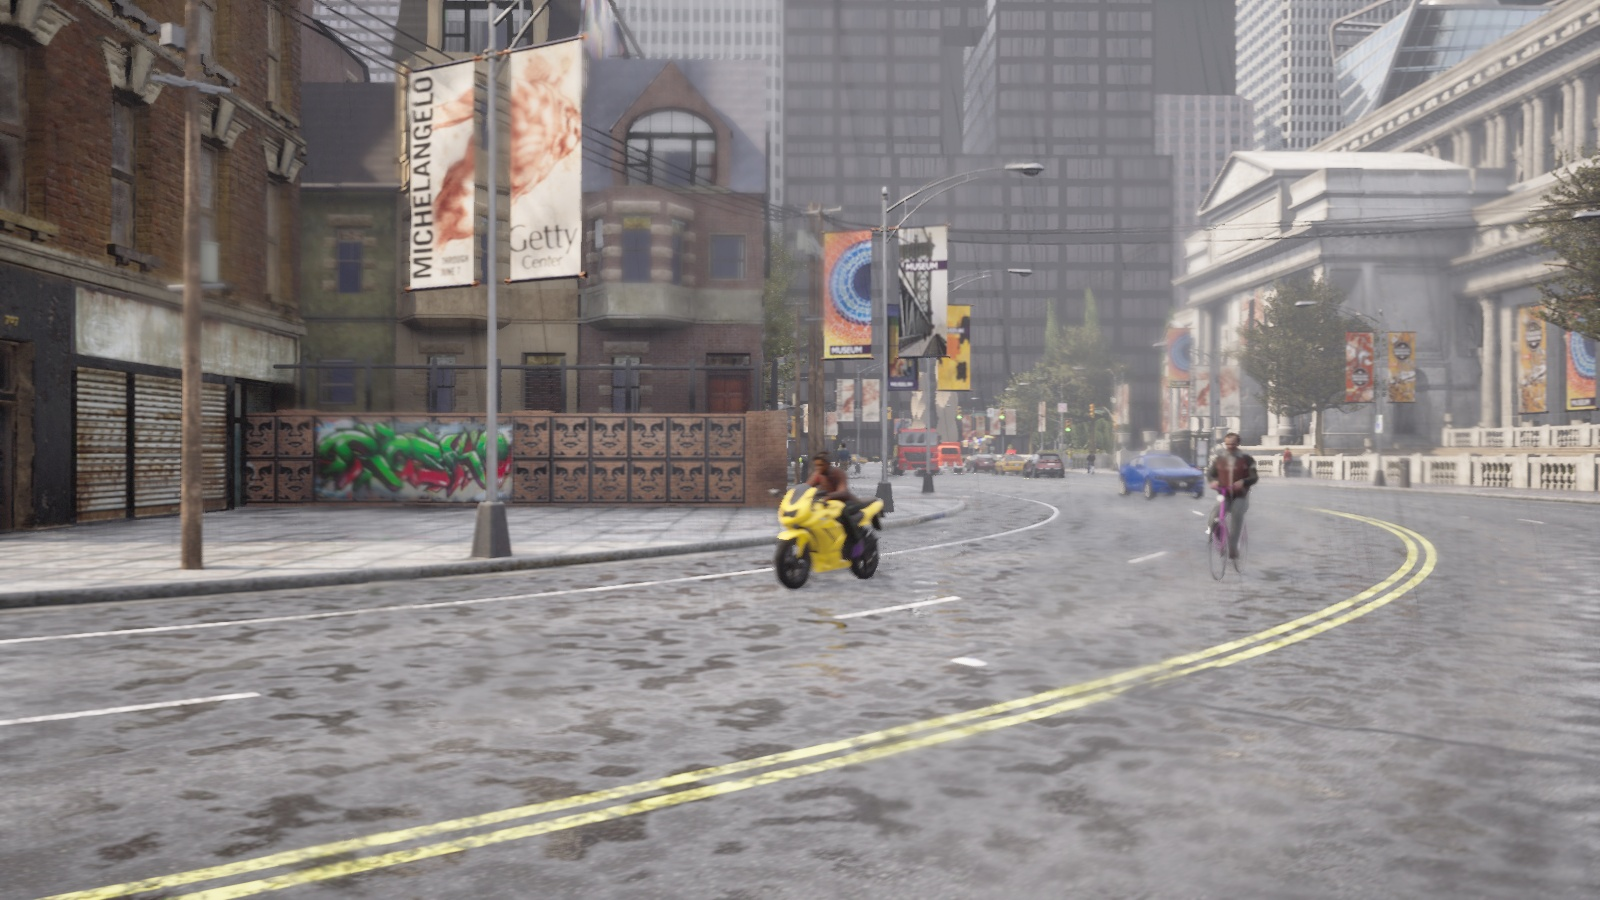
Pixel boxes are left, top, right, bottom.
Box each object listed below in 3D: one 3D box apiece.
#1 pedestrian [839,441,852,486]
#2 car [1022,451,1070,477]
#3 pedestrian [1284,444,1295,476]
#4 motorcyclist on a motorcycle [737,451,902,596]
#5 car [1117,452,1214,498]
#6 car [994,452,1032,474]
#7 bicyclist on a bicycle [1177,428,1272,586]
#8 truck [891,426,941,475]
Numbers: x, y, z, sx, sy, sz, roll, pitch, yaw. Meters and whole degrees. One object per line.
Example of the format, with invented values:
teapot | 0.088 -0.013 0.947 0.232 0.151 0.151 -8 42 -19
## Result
pedestrian | 1.973 0.573 54.518 0.423 1.949 0.788 0 0 -8
car | 15.737 0.894 80.574 2.033 1.649 4.856 0 0 -1
pedestrian | 27.749 0.558 71.220 0.331 1.846 0.636 0 0 -8
motorcyclist on a motorcycle | 0.258 0.773 14.193 0.797 1.523 2.044 -1 -1 37
car | 12.675 0.831 43.903 1.882 1.535 5.008 0 0 -1
car | 15.598 0.943 92.172 1.801 1.575 5.366 0 0 -1
bicyclist on a bicycle | 5.143 0.651 15.135 0.659 1.776 1.843 -1 -1 32
truck | 8.579 0.043 93.547 2.891 3.462 7.936 0 0 -1
